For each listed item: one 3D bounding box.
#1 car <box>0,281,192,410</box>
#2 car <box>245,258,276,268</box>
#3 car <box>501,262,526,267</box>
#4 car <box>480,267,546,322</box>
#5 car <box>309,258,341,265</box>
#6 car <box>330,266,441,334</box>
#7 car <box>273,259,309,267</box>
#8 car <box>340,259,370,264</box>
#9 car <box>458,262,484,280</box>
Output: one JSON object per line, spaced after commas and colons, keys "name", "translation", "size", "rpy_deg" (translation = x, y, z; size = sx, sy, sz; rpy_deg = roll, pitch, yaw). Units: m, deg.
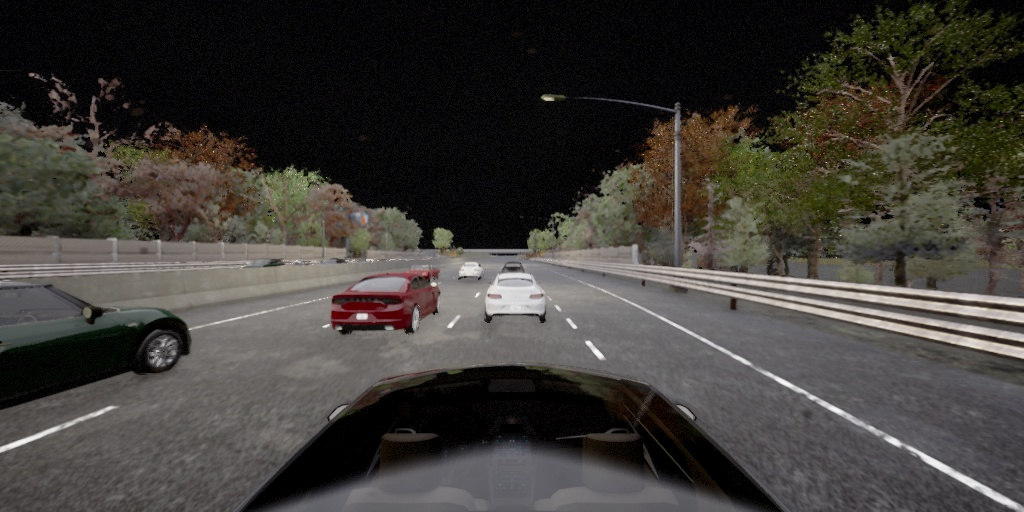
{"name": "car", "translation": [-6.901, 1.098, 4.637], "size": [2.097, 1.767, 4.553], "rpy_deg": [0, 0, 0]}
{"name": "car", "translation": [-28.075, 1.068, 40.954], "size": [2.097, 1.767, 4.553], "rpy_deg": [0, 0, 0]}
{"name": "car", "translation": [0.103, 1.226, 29.544], "size": [1.837, 1.490, 4.892], "rpy_deg": [0, 0, 0]}
{"name": "car", "translation": [0.101, 1.262, 12.103], "size": [1.812, 1.442, 4.674], "rpy_deg": [0, 0, 0]}
{"name": "car", "translation": [-21.078, 1.067, 41.906], "size": [2.097, 1.767, 4.553], "rpy_deg": [0, 0, 0]}
{"name": "car", "translation": [-3.400, 1.216, 10.604], "size": [1.882, 1.535, 5.008], "rpy_deg": [0, 0, 0]}
{"name": "car", "translation": [-24.582, 1.317, 41.144], "size": [1.895, 1.301, 4.718], "rpy_deg": [0, 0, 0]}
{"name": "car", "translation": [-17.582, 1.264, 42.076], "size": [2.033, 1.411, 5.357], "rpy_deg": [0, 0, 0]}
{"name": "car", "translation": [-3.412, 1.247, 30.596], "size": [1.812, 1.442, 4.674], "rpy_deg": [0, 0, 0]}
